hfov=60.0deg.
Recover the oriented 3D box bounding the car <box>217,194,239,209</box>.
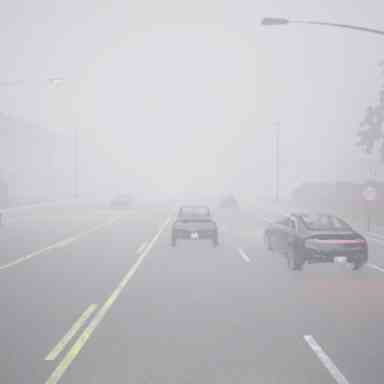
[{"bbox_3d":[3.591,0.945,33.768,2.033,1.411,5.357,0,2,0],"label":"car"}]

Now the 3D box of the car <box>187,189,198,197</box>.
[{"bbox_3d":[0.083,0.106,61.538,1.812,1.442,4.674,0,1,0],"label":"car"}]

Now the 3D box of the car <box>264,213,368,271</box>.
[{"bbox_3d":[3.597,1.392,10.480,2.128,1.511,4.902,0,1,0],"label":"car"}]

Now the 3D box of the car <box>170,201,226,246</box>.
[{"bbox_3d":[0.096,1.334,14.406,2.128,1.511,4.902,0,1,0],"label":"car"}]

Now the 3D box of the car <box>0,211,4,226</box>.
[{"bbox_3d":[-10.596,1.323,15.096,2.128,1.511,4.902,0,1,0],"label":"car"}]

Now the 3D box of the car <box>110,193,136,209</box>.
[{"bbox_3d":[-7.013,0.869,33.996,1.882,1.535,5.008,0,1,0],"label":"car"}]
